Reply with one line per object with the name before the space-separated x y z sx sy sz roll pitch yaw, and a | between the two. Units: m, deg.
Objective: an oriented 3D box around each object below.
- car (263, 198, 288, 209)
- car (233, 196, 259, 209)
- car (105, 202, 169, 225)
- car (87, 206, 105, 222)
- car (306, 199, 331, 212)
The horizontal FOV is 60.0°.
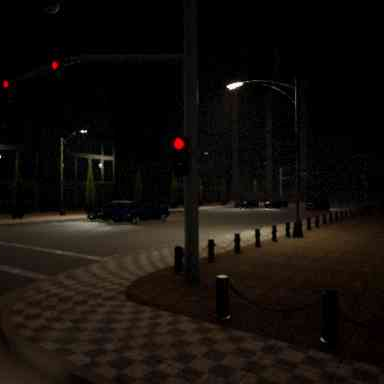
car | 12.014 1.628 47.342 2.033 1.411 5.357 -1 0 36
car | 7.716 1.458 47.392 2.097 1.767 4.553 -1 0 36
car | -3.840 1.560 25.374 1.882 1.535 5.008 -1 0 36
car | -6.456 1.636 27.697 1.812 1.442 4.674 -1 0 35
car | 15.006 1.516 39.438 2.128 1.511 4.902 -1 0 36
